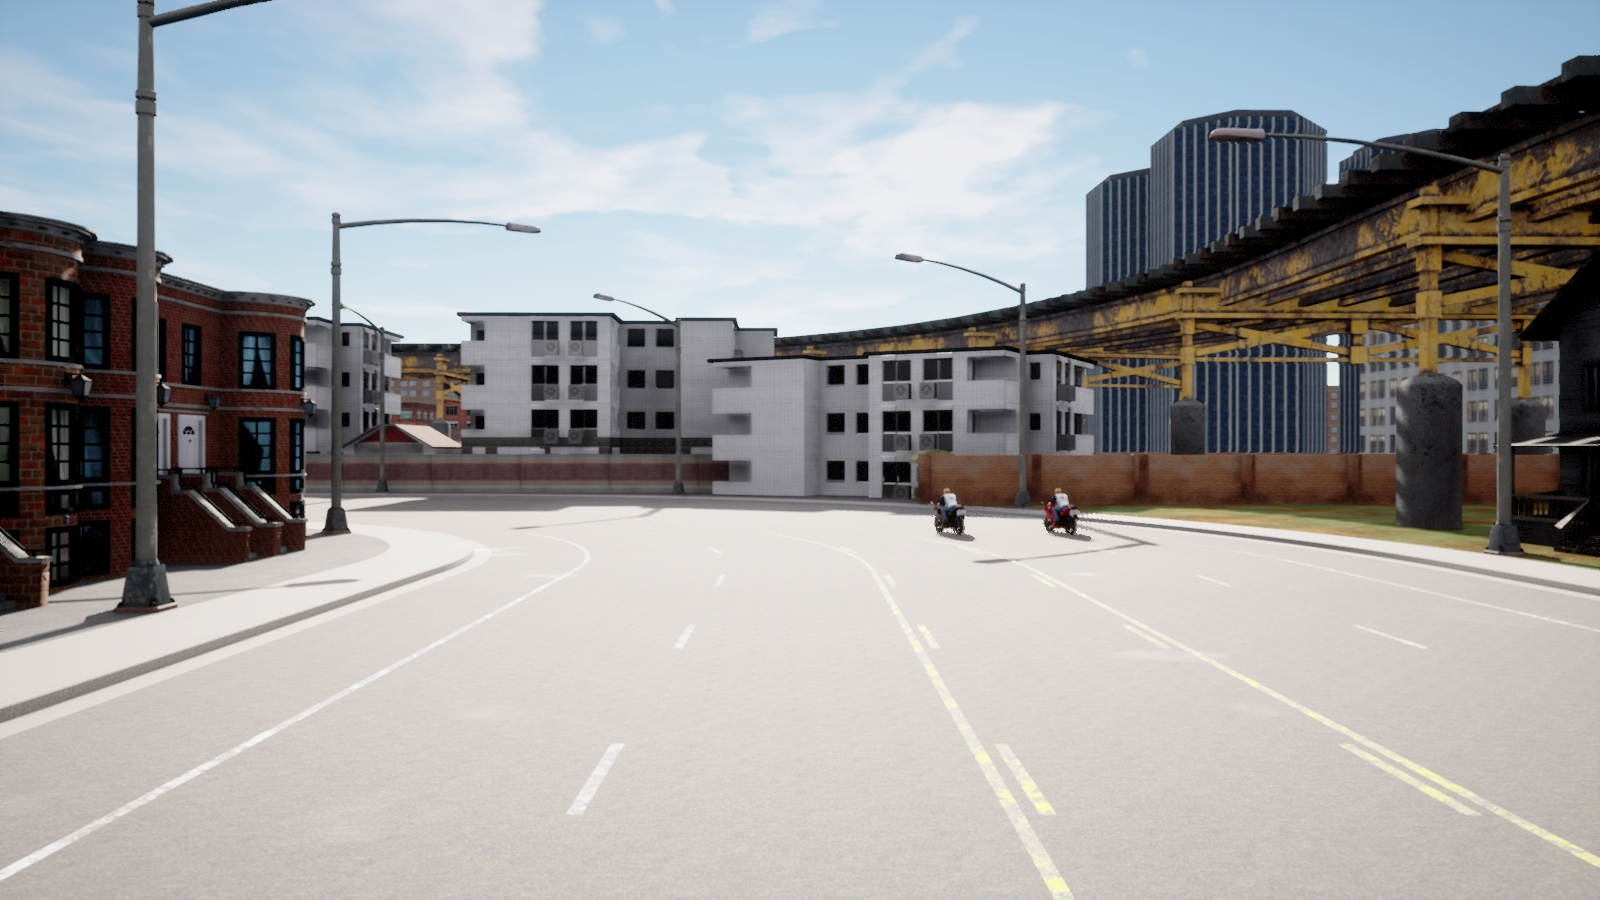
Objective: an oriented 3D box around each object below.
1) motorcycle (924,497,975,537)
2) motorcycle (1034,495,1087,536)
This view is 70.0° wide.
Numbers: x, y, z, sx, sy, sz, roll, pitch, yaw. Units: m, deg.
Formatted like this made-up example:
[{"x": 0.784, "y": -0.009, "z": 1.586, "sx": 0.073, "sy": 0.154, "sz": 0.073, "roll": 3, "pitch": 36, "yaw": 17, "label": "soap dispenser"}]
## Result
[{"x": 4.896, "y": 2.189, "z": 37.610, "sx": 0.803, "sy": 1.145, "sz": 2.033, "roll": -2, "pitch": 1, "yaw": -20, "label": "motorcycle"}, {"x": 8.561, "y": 2.150, "z": 37.659, "sx": 0.803, "sy": 1.224, "sz": 2.033, "roll": -1, "pitch": 0, "yaw": -17, "label": "motorcycle"}]
